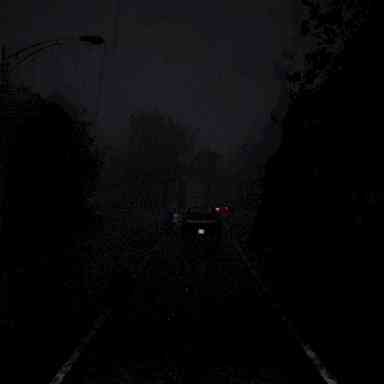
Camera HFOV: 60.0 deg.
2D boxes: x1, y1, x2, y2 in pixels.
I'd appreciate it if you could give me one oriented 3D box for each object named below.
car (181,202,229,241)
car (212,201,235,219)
[{"bbox_3d":[0.513,1.472,16.424,2.128,1.511,4.902,0,0,3],"label":"car"},{"bbox_3d":[2.880,1.612,32.250,2.097,1.767,4.553,0,-1,14],"label":"car"}]
